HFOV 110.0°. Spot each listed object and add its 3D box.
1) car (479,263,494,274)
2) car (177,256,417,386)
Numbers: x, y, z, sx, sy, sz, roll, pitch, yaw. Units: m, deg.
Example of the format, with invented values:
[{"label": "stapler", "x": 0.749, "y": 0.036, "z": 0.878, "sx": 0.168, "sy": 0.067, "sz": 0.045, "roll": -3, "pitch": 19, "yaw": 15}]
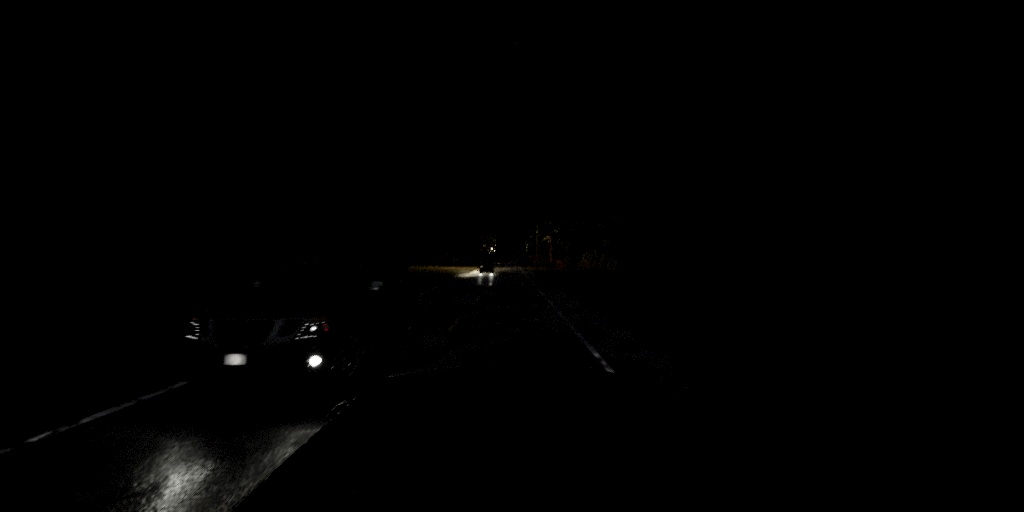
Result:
[{"label": "car", "x": -3.562, "y": 1.688, "z": 50.792, "sx": 1.837, "sy": 1.490, "sz": 4.892, "roll": 0, "pitch": -1, "yaw": 0}, {"label": "car", "x": -3.601, "y": 1.021, "z": 7.431, "sx": 2.150, "sy": 2.045, "sz": 5.566, "roll": 0, "pitch": 0, "yaw": 0}]
